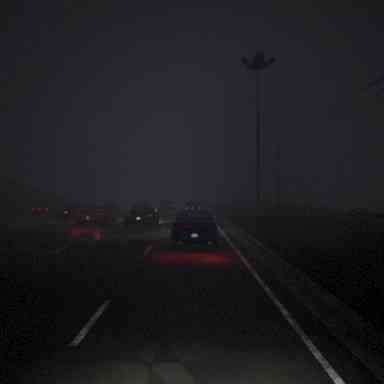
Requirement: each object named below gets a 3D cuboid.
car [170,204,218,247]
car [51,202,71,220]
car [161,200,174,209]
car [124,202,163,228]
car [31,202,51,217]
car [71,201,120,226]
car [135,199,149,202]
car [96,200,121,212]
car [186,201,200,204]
[{"bbox_3d":[0.100,1.533,15.290,1.882,1.535,5.008,0,0,0],"label":"car"},{"bbox_3d":[-10.401,1.668,29.415,1.994,1.385,4.181,0,0,0],"label":"car"},{"bbox_3d":[-3.399,1.706,44.018,2.033,1.411,5.357,0,0,0],"label":"car"},{"bbox_3d":[-3.400,1.647,23.063,1.994,1.385,4.181,0,0,0],"label":"car"},{"bbox_3d":[-13.900,1.666,32.864,2.033,1.411,5.357,0,0,0],"label":"car"},{"bbox_3d":[-6.901,1.566,24.462,1.882,1.535,5.008,0,-1,0],"label":"car"},{"bbox_3d":[-6.900,1.689,45.367,1.812,1.442,4.674,0,0,0],"label":"car"},{"bbox_3d":[-10.402,1.752,41.829,1.895,1.301,4.718,0,0,0],"label":"car"},{"bbox_3d":[0.101,1.674,35.171,2.033,1.411,5.357,0,0,0],"label":"car"}]
